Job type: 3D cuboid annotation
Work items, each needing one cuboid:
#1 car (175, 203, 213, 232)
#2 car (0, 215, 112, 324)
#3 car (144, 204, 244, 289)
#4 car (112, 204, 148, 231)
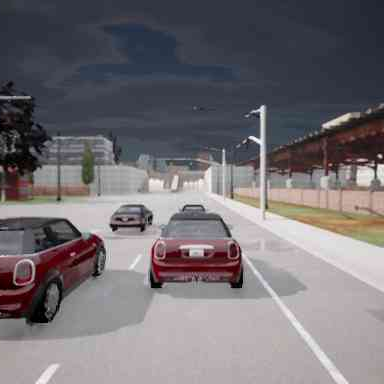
[{"bbox_3d":[0.096,1.425,19.921,1.994,1.385,4.181,0,1,0],"label":"car"},{"bbox_3d":[-3.401,1.311,7.248,2.097,1.767,4.553,0,0,0],"label":"car"},{"bbox_3d":[0.098,1.305,9.196,2.097,1.767,4.553,0,0,0],"label":"car"},{"bbox_3d":[-3.403,1.412,19.417,2.033,1.411,5.357,0,1,0],"label":"car"}]
